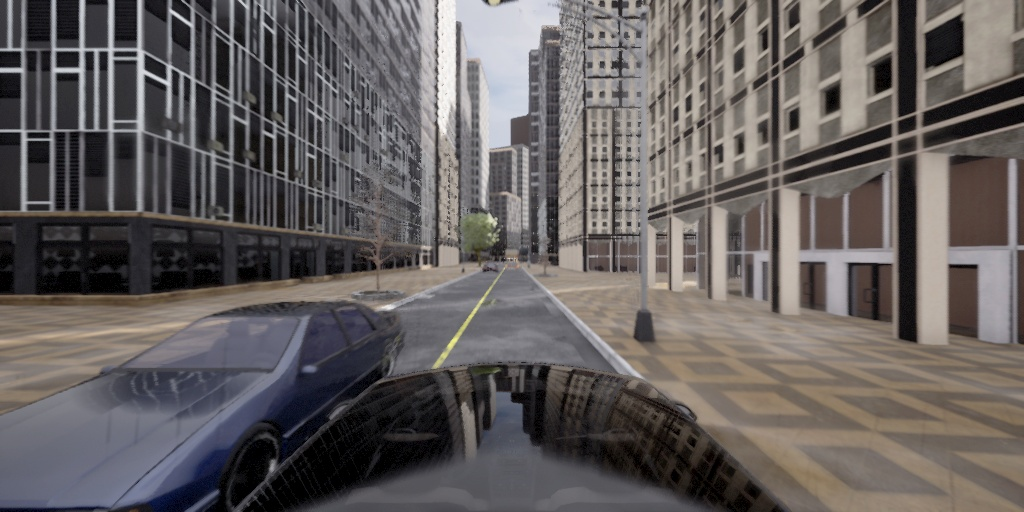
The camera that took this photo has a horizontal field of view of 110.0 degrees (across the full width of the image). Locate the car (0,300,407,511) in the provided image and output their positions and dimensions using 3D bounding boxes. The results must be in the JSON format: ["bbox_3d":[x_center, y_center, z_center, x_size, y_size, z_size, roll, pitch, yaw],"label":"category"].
[{"bbox_3d":[-2.851,1.306,4.397,2.033,1.411,5.357,0,0,0],"label":"car"}]

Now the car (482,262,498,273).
[{"bbox_3d":[-2.827,1.512,47.438,1.994,1.385,4.181,0,0,0],"label":"car"}]

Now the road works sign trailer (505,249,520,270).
[{"bbox_3d":[-0.008,0.486,60.722,2.380,3.560,2.880,0,0,0],"label":"road works sign trailer"}]
